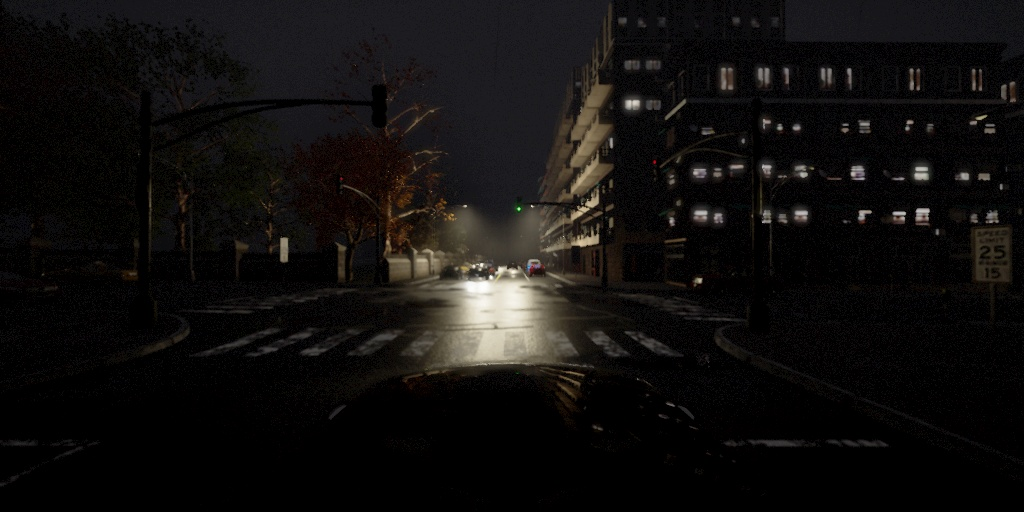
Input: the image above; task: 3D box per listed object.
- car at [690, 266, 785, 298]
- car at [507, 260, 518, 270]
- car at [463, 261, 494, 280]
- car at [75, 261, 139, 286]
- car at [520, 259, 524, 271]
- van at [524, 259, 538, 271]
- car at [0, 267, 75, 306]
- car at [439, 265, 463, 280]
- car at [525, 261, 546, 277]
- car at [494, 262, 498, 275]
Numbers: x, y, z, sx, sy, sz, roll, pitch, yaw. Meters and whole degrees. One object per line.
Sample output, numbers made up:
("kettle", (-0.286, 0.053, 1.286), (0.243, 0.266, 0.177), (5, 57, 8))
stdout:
("car", (13.472, 1.486, 21.472), (5.009, 1.841, 2.192), (0, 0, 0))
("car", (0.070, 1.706, 62.134), (1.837, 1.490, 4.892), (0, 0, 0))
("car", (-3.071, 1.471, 34.069), (2.128, 1.511, 4.902), (0, 0, -1))
("car", (-24.720, 1.010, 21.157), (4.829, 1.417, 1.751), (0, 0, 0))
("car", (2.755, 1.594, 56.347), (1.967, 1.591, 4.097), (0, 0, 0))
("van", (2.742, 1.405, 45.087), (1.690, 1.789, 3.998), (0, 0, 0))
("car", (-18.949, 1.079, 12.824), (4.207, 1.307, 1.802), (0, 0, 0))
("car", (-5.652, 1.543, 33.837), (1.948, 1.339, 4.313), (0, 0, 0))
("car", (2.735, 1.566, 39.457), (1.888, 1.381, 4.507), (0, 0, 0))
("car", (-3.047, 1.620, 44.082), (1.994, 1.385, 4.181), (0, 0, 0))
